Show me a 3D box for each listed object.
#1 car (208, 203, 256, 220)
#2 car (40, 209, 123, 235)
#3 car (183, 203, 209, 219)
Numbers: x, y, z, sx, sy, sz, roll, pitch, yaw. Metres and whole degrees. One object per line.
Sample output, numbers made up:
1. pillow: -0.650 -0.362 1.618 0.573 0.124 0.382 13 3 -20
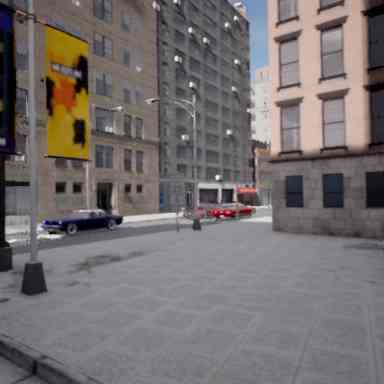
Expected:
1. car: 3.676 1.637 28.194 1.895 1.301 4.718 -2 -1 36
2. car: -6.356 1.711 19.613 1.895 1.301 4.718 -1 -1 33
3. car: 0.986 1.667 29.916 1.994 1.385 4.181 -2 -1 35
